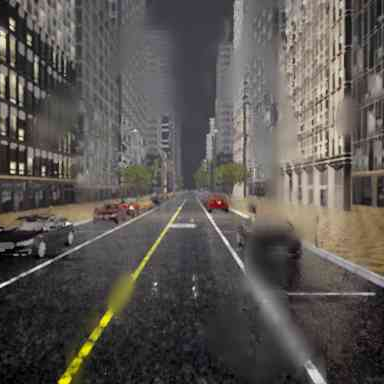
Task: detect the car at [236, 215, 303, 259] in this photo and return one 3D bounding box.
[{"bbox_3d":[2.681,1.502,12.175,2.008,1.369,4.403,-1,0,0],"label":"car"}]

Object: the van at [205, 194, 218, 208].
[{"bbox_3d":[2.673,1.154,46.276,1.690,1.788,3.998,-1,0,0],"label":"van"}]

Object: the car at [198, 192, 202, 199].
[{"bbox_3d":[2.670,1.182,63.327,1.967,1.590,4.097,-1,0,0],"label":"car"}]

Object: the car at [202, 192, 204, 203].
[{"bbox_3d":[2.674,1.151,40.593,2.192,1.841,5.009,-1,0,0],"label":"car"}]

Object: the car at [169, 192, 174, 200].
[{"bbox_3d":[-5.711,1.134,74.693,1.967,1.590,4.097,-1,0,0],"label":"car"}]

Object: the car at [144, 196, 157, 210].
[{"bbox_3d":[-5.704,1.362,40.422,1.752,1.417,4.829,-1,0,0],"label":"car"}]

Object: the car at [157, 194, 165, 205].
[{"bbox_3d":[-5.707,1.355,51.959,1.947,1.339,4.313,-1,0,0],"label":"car"}]

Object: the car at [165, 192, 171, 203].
[{"bbox_3d":[-5.709,1.293,63.326,2.008,1.369,4.403,-1,0,0],"label":"car"}]

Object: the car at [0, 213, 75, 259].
[{"bbox_3d":[-5.700,1.502,12.173,2.008,1.369,4.403,-1,0,0],"label":"car"}]

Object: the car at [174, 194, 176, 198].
[{"bbox_3d":[-5.714,0.985,80.376,2.192,1.841,5.009,-1,0,0],"label":"car"}]

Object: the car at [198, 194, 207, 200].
[{"bbox_3d":[2.668,1.196,86.062,2.008,1.369,4.403,-1,0,0],"label":"car"}]

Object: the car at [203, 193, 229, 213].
[{"bbox_3d":[2.674,1.174,34.909,2.192,1.841,5.009,-1,0,0],"label":"car"}]

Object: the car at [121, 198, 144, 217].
[{"bbox_3d":[-5.704,1.323,29.224,1.967,1.590,4.097,-1,0,0],"label":"car"}]

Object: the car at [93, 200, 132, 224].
[{"bbox_3d":[-5.701,1.487,23.541,1.802,1.307,4.206,-1,0,0],"label":"car"}]

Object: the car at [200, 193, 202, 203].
[{"bbox_3d":[2.673,1.229,51.960,1.967,1.590,4.097,-1,0,0],"label":"car"}]

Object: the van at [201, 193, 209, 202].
[{"bbox_3d":[2.669,1.059,69.010,1.690,1.788,3.998,-1,0,0],"label":"van"}]
